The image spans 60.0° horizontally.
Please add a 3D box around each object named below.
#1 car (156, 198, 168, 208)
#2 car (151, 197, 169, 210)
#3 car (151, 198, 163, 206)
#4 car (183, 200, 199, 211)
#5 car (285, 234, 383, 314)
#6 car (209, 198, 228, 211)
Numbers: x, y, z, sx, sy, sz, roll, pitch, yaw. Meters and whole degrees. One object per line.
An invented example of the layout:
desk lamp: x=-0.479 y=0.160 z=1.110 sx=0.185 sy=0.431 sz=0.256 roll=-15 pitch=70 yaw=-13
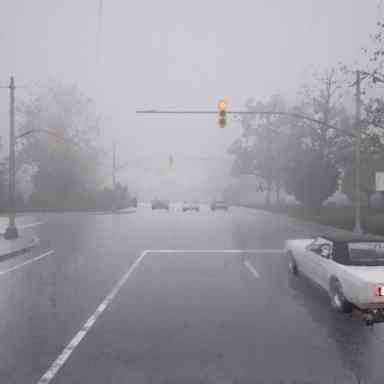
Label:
car: x=-4.988 y=1.739 z=54.516 sx=1.837 sy=1.490 sz=4.892 roll=0 pitch=-1 yaw=-7
car: x=-4.059 y=1.421 z=43.105 sx=2.097 sy=1.767 sz=4.553 roll=0 pitch=-1 yaw=-3
car: x=-7.359 y=2.036 z=69.104 sx=1.882 sy=1.535 sz=5.008 roll=0 pitch=-1 yaw=-13
car: x=-0.196 y=1.644 z=40.470 sx=1.895 sy=1.301 sz=4.718 roll=0 pitch=0 yaw=-2
car: x=3.596 y=1.600 z=7.526 sx=1.895 sy=1.301 sz=4.718 roll=0 pitch=0 yaw=0
car: x=3.257 y=1.540 z=41.306 sx=2.128 sy=1.511 sz=4.902 roll=0 pitch=0 yaw=-2
